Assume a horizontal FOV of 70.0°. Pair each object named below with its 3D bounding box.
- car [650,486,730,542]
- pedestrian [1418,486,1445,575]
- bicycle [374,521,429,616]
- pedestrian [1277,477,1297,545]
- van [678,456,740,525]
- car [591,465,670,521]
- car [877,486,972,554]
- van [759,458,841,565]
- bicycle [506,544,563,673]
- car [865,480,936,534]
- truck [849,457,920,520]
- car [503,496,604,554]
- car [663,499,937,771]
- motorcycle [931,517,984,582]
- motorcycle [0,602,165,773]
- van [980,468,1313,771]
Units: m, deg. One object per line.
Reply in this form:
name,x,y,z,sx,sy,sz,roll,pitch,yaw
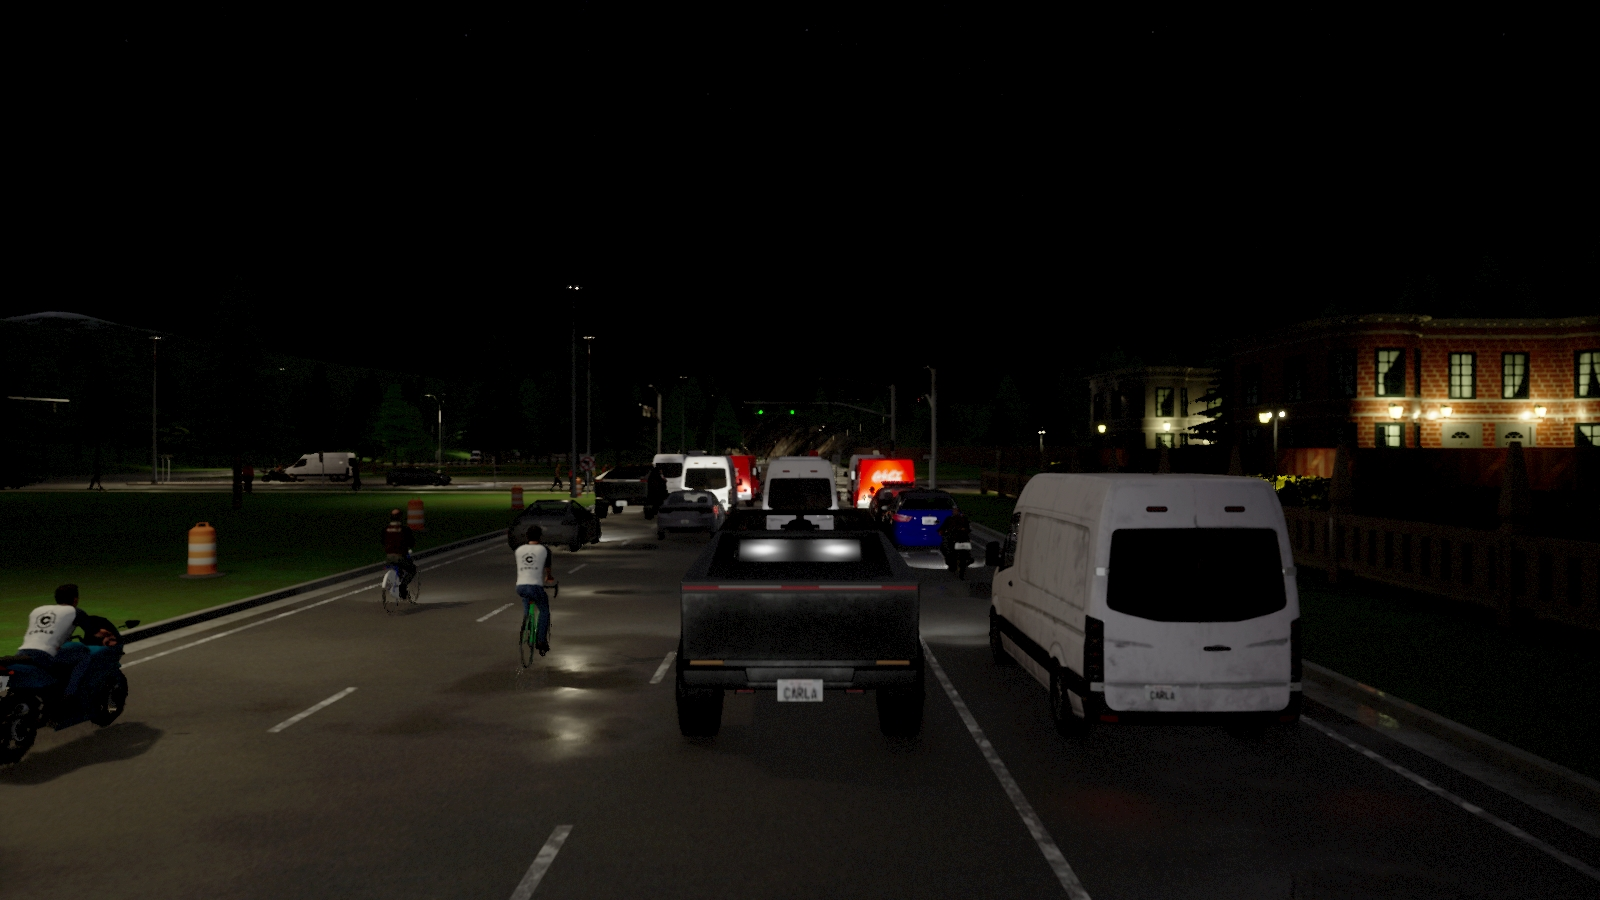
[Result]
car,-3.495,2.023,37.226,2.097,1.535,5.006,0,0,0
pedestrian,13.375,1.688,24.200,0.375,1.860,0.375,0,0,0
bicycle,-7.005,2.053,20.143,0.329,1.471,1.835,0,1,0
pedestrian,13.463,1.686,31.596,0.375,1.860,0.375,0,0,1
van,-3.504,1.518,45.162,1.988,2.561,5.915,0,0,0
car,-7.000,1.739,47.863,2.390,2.098,6.274,0,0,0
car,3.501,1.957,32.933,2.242,1.667,4.611,0,0,0
van,-0.003,1.525,30.907,1.988,2.561,5.915,0,0,0
bicycle,-3.499,2.051,15.145,0.373,1.496,1.643,0,0,0
car,3.501,1.969,40.755,2.097,1.638,5.238,0,0,0
truck,3.499,1.554,48.212,2.627,2.467,5.204,0,0,0
car,-7.002,2.107,32.892,1.994,1.385,4.181,0,0,0
car,0.001,1.749,13.090,2.390,2.098,6.274,0,0,0
motorcycle,3.501,2.197,25.600,0.867,1.251,2.209,0,0,0
motorcycle,-6.999,2.182,10.852,0.803,1.199,2.033,0,0,0
van,3.497,1.530,12.955,1.988,2.561,5.915,0,0,0
